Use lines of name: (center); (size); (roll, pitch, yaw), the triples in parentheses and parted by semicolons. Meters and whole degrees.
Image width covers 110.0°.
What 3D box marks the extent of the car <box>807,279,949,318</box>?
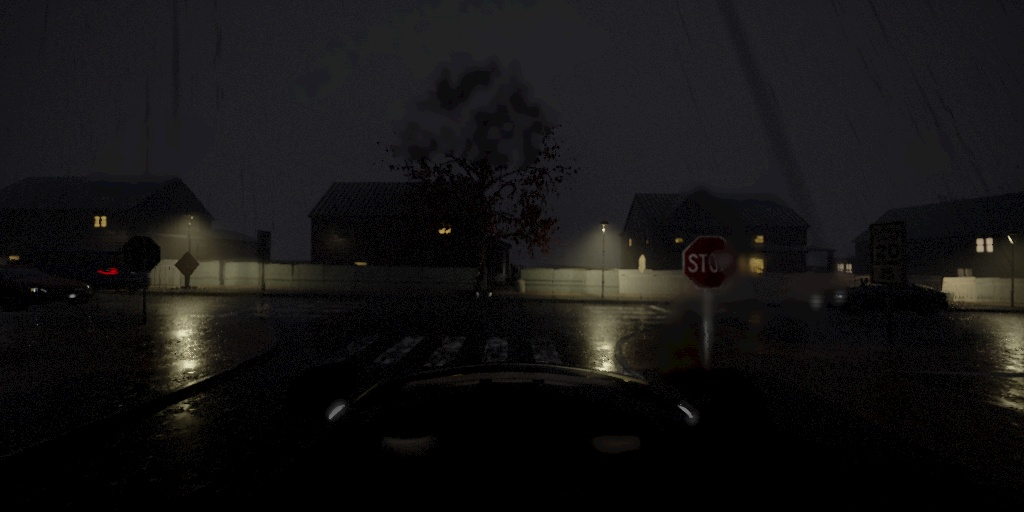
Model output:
car: (15.342, 1.724, 15.200); (4.902, 1.511, 2.128); (1, -1, 0)

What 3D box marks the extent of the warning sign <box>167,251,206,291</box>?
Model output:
warning sign: (-15.826, 0.709, 17.450); (1.060, 1.860, 1.300); (0, 0, 0)

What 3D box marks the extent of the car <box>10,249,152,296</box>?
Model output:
car: (-18.669, 0.733, 15.090); (5.566, 2.045, 2.150); (1, -1, -2)

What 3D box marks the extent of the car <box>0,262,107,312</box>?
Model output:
car: (-17.147, 1.027, 12.080); (4.674, 1.442, 1.812); (1, -1, 0)
